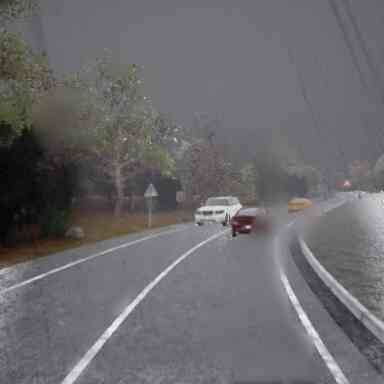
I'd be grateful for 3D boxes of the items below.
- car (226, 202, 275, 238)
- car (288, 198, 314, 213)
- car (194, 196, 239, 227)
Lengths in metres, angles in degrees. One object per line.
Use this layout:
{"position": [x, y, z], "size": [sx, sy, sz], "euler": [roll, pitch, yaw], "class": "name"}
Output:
{"position": [3.460, 1.518, 18.241], "size": [1.882, 1.535, 5.008], "euler": [-2, 0, 18], "class": "car"}
{"position": [11.428, 1.352, 34.865], "size": [1.882, 1.535, 5.008], "euler": [-3, 0, 30], "class": "car"}
{"position": [2.072, 1.363, 24.406], "size": [2.150, 2.045, 5.566], "euler": [-2, -1, 23], "class": "car"}
